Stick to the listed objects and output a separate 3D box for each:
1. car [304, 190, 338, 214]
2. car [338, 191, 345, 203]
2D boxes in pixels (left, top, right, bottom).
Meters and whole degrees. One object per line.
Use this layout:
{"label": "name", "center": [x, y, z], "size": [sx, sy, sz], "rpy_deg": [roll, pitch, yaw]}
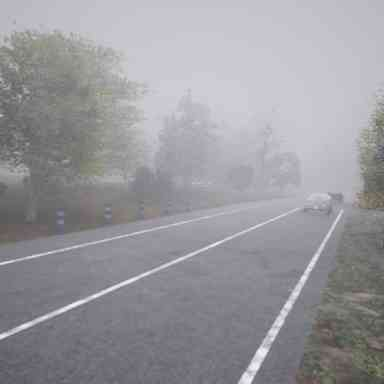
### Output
{"label": "car", "center": [9.775, 0.804, 25.426], "size": [1.812, 1.442, 4.674], "rpy_deg": [4, 3, 26]}
{"label": "car", "center": [18.280, 0.555, 42.443], "size": [1.882, 1.535, 5.008], "rpy_deg": [4, 2, 26]}
